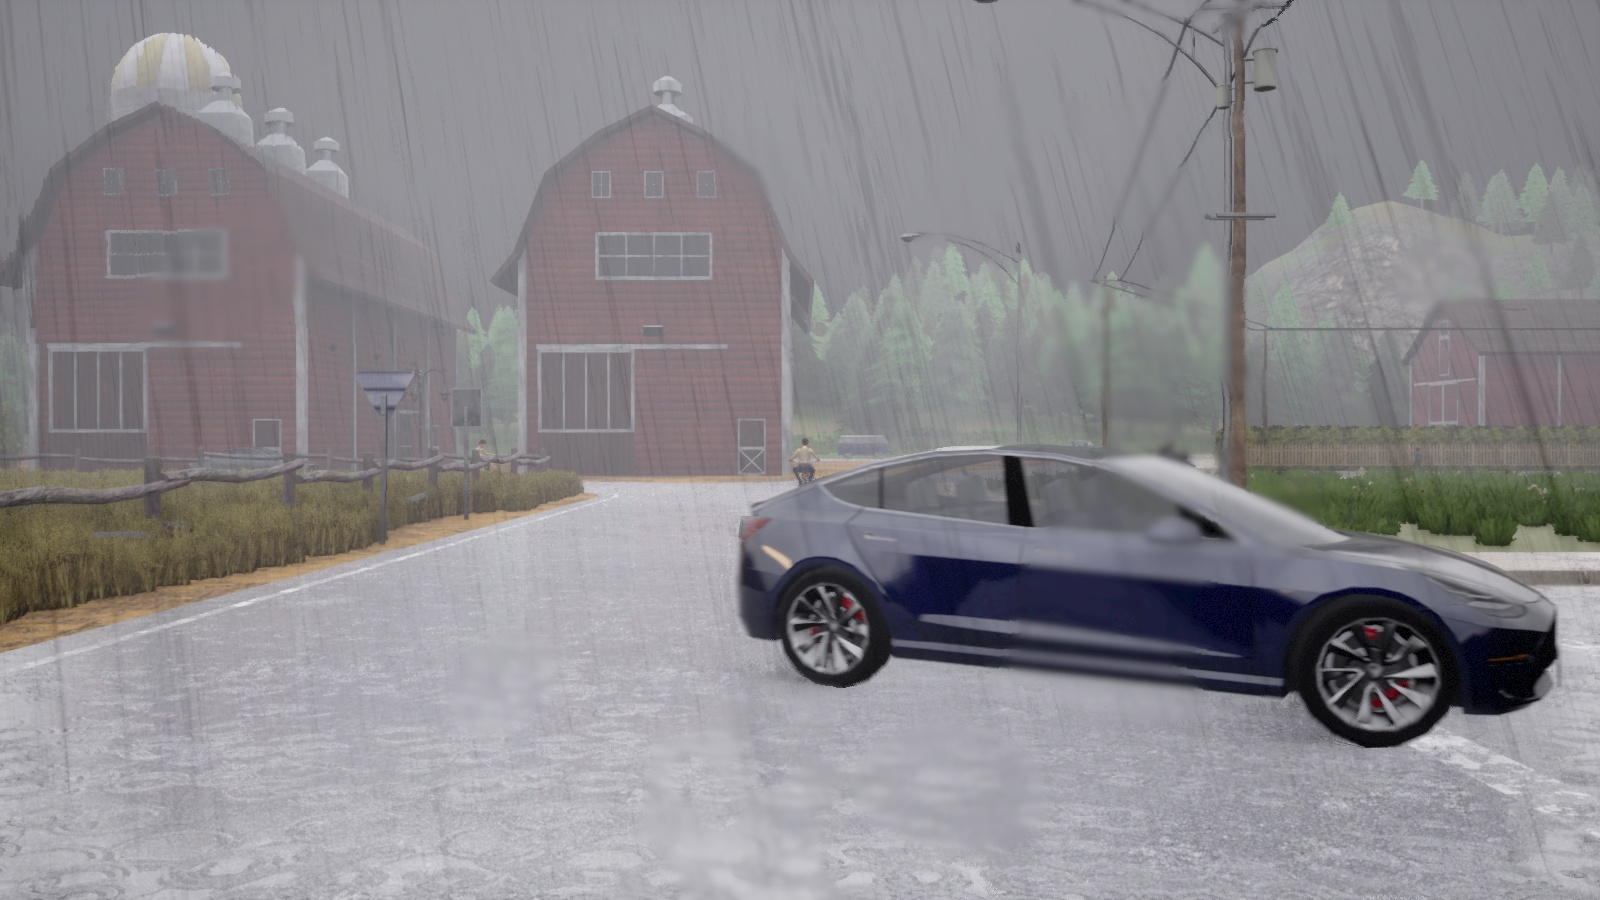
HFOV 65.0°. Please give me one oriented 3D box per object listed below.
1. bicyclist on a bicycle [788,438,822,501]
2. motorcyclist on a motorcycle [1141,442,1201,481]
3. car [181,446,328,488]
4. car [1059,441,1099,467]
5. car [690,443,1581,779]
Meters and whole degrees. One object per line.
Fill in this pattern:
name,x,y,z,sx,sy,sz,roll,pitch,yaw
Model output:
bicyclist on a bicycle,0.119,0.497,32.999,0.866,1.612,1.509,0,0,0
motorcyclist on a motorcycle,15.363,0.453,51.989,2.191,1.530,0.866,2,1,27
car,-18.577,0.552,42.928,4.181,1.385,1.994,0,0,-4
car,16.450,0.207,73.983,1.845,1.501,3.633,0,1,20
car,1.920,0.704,7.703,4.792,1.488,2.163,0,0,30
